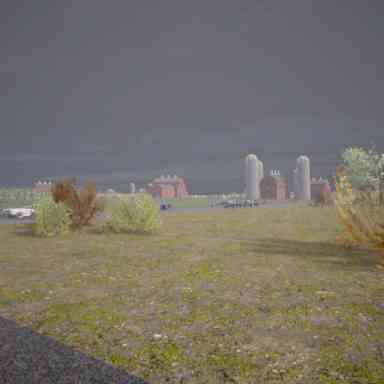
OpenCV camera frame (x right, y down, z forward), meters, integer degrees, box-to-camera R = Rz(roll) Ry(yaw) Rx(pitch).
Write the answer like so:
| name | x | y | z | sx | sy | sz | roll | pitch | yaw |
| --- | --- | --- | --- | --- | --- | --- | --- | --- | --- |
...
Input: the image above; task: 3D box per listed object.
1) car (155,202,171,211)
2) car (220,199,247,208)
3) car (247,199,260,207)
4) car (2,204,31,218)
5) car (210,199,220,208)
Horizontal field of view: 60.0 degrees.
| name | x | y | z | sx | sy | sz | roll | pitch | yaw |
| --- | --- | --- | --- | --- | --- | --- | --- | --- | --- |
| car | -5.090 | 2.052 | 47.417 | 1.895 | 1.301 | 4.718 | -1 | -1 | 36 |
| car | 7.343 | 2.093 | 58.468 | 1.812 | 1.442 | 4.674 | -1 | -1 | 36 |
| car | 11.487 | 2.173 | 64.283 | 1.812 | 1.442 | 4.674 | -1 | -1 | 36 |
| car | -15.793 | 1.853 | 32.608 | 1.895 | 1.301 | 4.718 | -1 | -1 | 37 |
| car | 5.237 | 2.142 | 61.594 | 1.837 | 1.490 | 4.892 | -1 | -1 | 36 |
